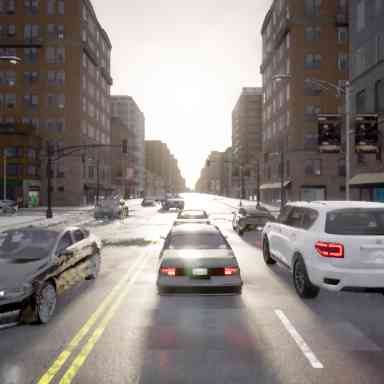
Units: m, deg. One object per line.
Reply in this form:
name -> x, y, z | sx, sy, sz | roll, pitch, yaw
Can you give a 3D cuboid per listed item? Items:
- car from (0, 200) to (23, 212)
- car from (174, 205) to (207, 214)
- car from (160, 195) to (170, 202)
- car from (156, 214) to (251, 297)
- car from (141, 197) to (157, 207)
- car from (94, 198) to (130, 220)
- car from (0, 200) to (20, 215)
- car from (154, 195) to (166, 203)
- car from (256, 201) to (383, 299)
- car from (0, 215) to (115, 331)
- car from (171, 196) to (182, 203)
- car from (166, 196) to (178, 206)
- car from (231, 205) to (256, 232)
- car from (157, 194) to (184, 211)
car -> -22.157, 1.580, 38.291 | 4.313, 1.339, 1.947 | 0, 0, 0
car -> 0.069, 1.601, 18.426 | 1.895, 1.301, 4.718 | 0, 0, 2
car -> -6.572, 1.512, 81.020 | 2.128, 1.511, 4.902 | 0, 0, 0
car -> 0.080, 1.548, 8.777 | 2.033, 1.411, 5.357 | 0, 0, -2
car -> -6.640, 1.499, 50.675 | 1.837, 1.490, 4.892 | 0, 1, 0
car -> -6.623, 1.346, 27.810 | 2.097, 1.767, 4.553 | 0, 0, 0
car -> -19.740, 1.485, 32.793 | 4.902, 1.511, 2.128 | 0, 0, 0
car -> -6.562, 1.469, 68.891 | 1.882, 1.535, 5.008 | 0, 0, 0
car -> 3.342, 1.222, 8.598 | 2.150, 2.045, 5.566 | 0, 0, 0
car -> -3.354, 1.493, 7.138 | 2.128, 1.511, 4.902 | 0, 0, 0
car -> -3.313, 1.543, 71.881 | 1.994, 1.385, 4.181 | 0, 0, 0
car -> -3.386, 1.473, 56.938 | 1.882, 1.535, 5.008 | 0, 0, 0
car -> 3.335, 1.505, 18.455 | 1.837, 1.490, 4.892 | 0, 0, 1
car -> -2.489, 1.224, 40.884 | 2.150, 2.045, 5.566 | -1, 0, -14
